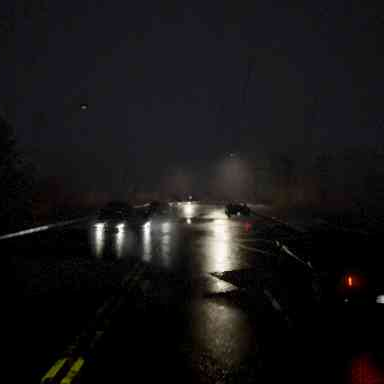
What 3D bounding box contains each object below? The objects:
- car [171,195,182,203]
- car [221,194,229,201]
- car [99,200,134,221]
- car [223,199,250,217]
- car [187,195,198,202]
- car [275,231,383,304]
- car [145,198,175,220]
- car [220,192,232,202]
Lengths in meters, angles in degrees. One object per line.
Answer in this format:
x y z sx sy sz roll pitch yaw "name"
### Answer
-3.186 1.345 67.755 1.837 1.490 4.892 0 0 5 "car"
8.002 1.276 80.740 1.882 1.535 5.008 0 0 7 "car"
-6.029 1.432 26.982 1.882 1.535 5.008 0 0 2 "car"
4.062 1.550 30.353 1.895 1.301 4.718 0 0 2 "car"
0.147 1.381 68.430 1.994 1.385 4.181 0 0 5 "car"
3.422 1.591 8.054 1.895 1.301 4.718 0 0 1 "car"
-2.736 1.478 28.017 1.812 1.442 4.674 0 0 2 "car"
6.819 1.270 69.880 2.033 1.649 4.856 0 0 6 "car"
